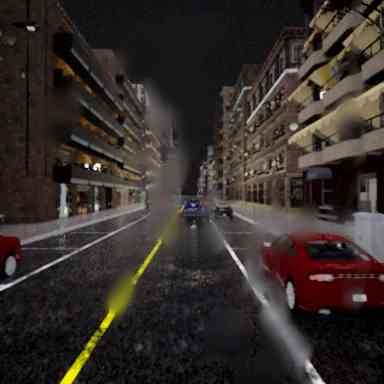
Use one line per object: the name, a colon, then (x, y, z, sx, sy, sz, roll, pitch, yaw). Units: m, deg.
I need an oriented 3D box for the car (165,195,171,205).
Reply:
car: (-5.591, 1.839, 63.964, 1.887, 1.381, 4.507, 0, 0, 0)

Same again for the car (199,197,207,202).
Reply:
car: (2.825, 1.976, 86.492, 1.802, 1.307, 4.206, 0, 0, 0)

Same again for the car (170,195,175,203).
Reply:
car: (-5.572, 1.660, 75.238, 2.192, 1.841, 5.009, 0, 0, 0)

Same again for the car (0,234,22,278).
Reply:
car: (-5.677, 1.582, 7.603, 1.887, 1.381, 4.507, 0, 0, 0)

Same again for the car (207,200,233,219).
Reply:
car: (2.738, 1.690, 30.129, 2.008, 1.369, 4.403, 0, 0, 0)

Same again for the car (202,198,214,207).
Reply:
car: (2.781, 1.833, 58.310, 1.947, 1.339, 4.313, 0, 0, 0)

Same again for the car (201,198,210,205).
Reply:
car: (2.799, 1.900, 69.583, 1.802, 1.307, 4.206, 0, 0, 0)

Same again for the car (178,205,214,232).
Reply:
car: (0.131, 1.698, 20.798, 1.895, 1.301, 4.718, 0, 0, 0)

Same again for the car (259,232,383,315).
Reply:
car: (2.703, 1.580, 7.585, 1.887, 1.381, 4.507, 0, 0, 0)

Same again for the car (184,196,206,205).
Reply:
car: (0.159, 1.530, 38.382, 2.097, 1.767, 4.553, 0, 0, 0)

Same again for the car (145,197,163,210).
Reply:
car: (-5.617, 1.769, 47.055, 2.008, 1.369, 4.403, 0, 0, 0)

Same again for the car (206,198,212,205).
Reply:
car: (2.774, 1.768, 52.844, 1.752, 1.417, 4.829, 0, 0, 0)

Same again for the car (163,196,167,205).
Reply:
car: (-5.608, 1.794, 52.692, 2.008, 1.369, 4.403, 0, 0, 0)
